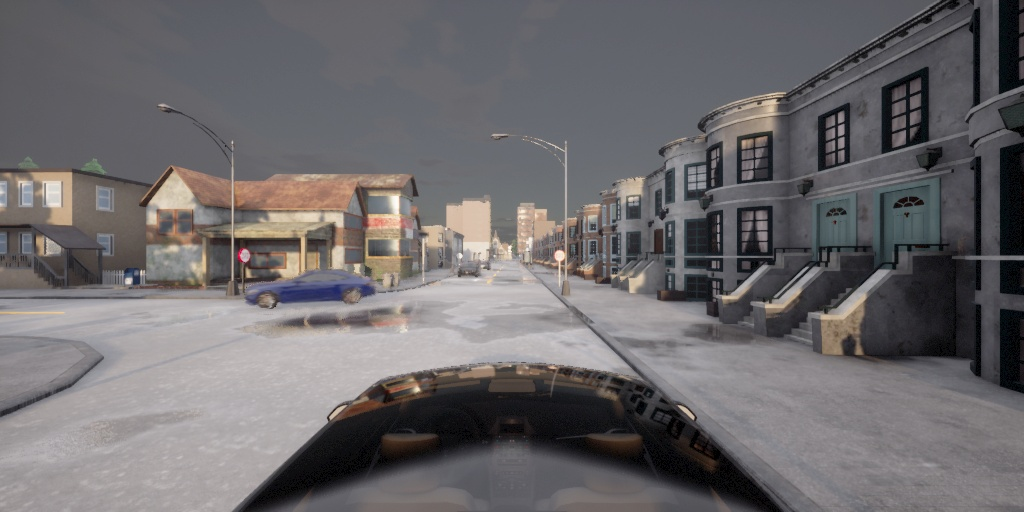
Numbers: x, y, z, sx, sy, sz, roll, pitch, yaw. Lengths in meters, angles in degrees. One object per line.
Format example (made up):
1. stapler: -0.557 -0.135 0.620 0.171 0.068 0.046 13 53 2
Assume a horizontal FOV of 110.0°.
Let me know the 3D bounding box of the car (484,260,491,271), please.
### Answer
1. car: -3.945 1.241 49.568 2.128 1.511 4.902 0 0 0

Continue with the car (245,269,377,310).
1. car: -8.029 1.276 14.687 4.674 1.442 1.812 0 2 -28

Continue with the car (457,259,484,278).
1. car: -4.011 1.253 34.209 1.837 1.490 4.892 0 0 0
